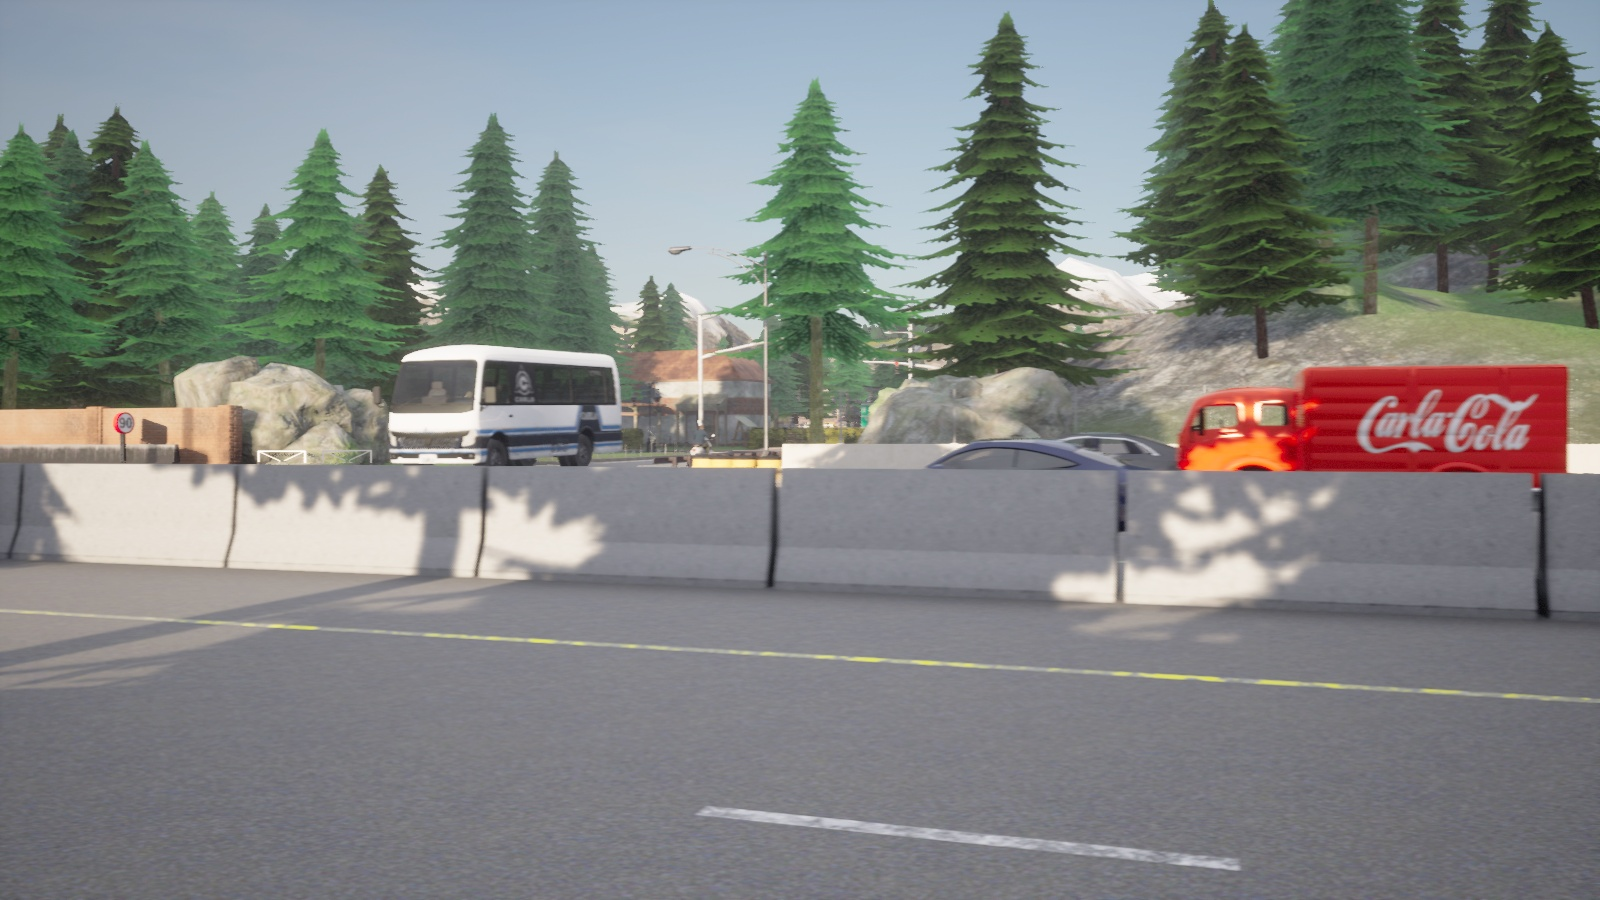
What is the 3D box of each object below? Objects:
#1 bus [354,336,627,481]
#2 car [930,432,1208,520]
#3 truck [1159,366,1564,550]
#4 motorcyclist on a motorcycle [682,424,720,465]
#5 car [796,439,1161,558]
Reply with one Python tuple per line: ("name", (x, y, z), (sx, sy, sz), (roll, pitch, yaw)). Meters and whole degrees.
("bus", (-10.010, -1.409, 42.518), (3.944, 4.253, 10.273), (0, 2, 19))
("car", (5.088, 0.423, 23.635), (4.902, 1.511, 2.128), (1, 1, 19))
("truck", (8.177, 0.068, 18.897), (5.204, 2.467, 2.627), (1, 1, 19))
("motorcyclist on a motorcycle", (-3.893, -0.223, 49.494), (0.866, 1.590, 1.817), (1, 1, 19))
("car", (2.449, 0.587, 17.139), (4.674, 1.442, 1.812), (1, 1, 19))
